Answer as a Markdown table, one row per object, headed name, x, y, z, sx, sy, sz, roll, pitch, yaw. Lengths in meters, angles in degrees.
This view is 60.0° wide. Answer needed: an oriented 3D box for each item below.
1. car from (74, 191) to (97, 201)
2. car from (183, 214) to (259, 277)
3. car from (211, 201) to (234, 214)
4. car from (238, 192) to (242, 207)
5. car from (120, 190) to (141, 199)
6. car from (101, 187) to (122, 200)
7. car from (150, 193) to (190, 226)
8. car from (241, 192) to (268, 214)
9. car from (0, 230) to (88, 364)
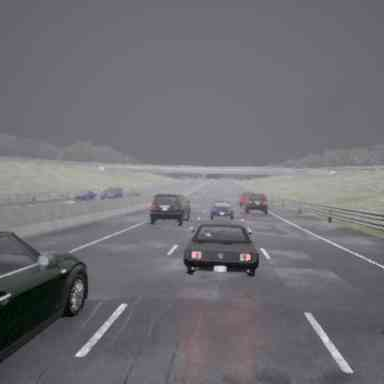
| name | x | y | z | sx | sy | sz | roll | pitch | yaw |
| --- | --- | --- | --- | --- | --- | --- | --- | --- | --- |
| car | -16.526 | 0.543 | 51.759 | 1.882 | 1.535 | 5.008 | 1 | 2 | 6 |
| car | 0.911 | 1.611 | 10.399 | 1.895 | 1.301 | 4.718 | 1 | 0 | 5 |
| car | 2.550 | 1.478 | 28.223 | 1.812 | 1.442 | 4.674 | 1 | 1 | 5 |
| car | 7.560 | 0.983 | 45.507 | 2.150 | 2.045 | 5.566 | 1 | 1 | 5 |
| car | -9.395 | 0.698 | 52.872 | 1.837 | 1.490 | 4.892 | 1 | 2 | 6 |
| car | -12.825 | 0.316 | 53.644 | 2.150 | 2.045 | 5.566 | 1 | 2 | 6 |
| car | -1.417 | 1.128 | 23.165 | 2.150 | 2.045 | 5.566 | 1 | 0 | 6 |
| car | 6.686 | 1.175 | 35.022 | 2.150 | 2.045 | 5.566 | 1 | 1 | 6 |
| car | -3.136 | 1.269 | 4.495 | 2.097 | 1.767 | 4.553 | 1 | 0 | 5 |
